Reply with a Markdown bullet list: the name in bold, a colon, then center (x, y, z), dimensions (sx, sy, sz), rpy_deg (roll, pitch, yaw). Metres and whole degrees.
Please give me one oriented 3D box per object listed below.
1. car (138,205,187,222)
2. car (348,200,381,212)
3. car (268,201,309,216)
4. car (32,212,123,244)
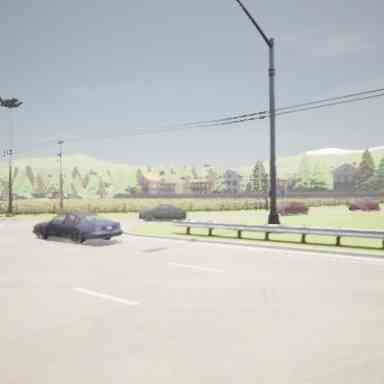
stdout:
- **car**: center (-2.566, 1.794, 28.635), dimensions (4.181, 1.385, 1.994), rpy_deg (0, 0, -16)
- **car**: center (20.752, 1.641, 40.101), dimensions (4.181, 1.385, 1.994), rpy_deg (0, -1, -29)
- **car**: center (9.955, 1.668, 34.040), dimensions (4.674, 1.442, 1.812), rpy_deg (0, -1, -29)
- **car**: center (-5.849, 1.725, 16.761), dimensions (5.357, 1.411, 2.033), rpy_deg (-1, 0, 35)
